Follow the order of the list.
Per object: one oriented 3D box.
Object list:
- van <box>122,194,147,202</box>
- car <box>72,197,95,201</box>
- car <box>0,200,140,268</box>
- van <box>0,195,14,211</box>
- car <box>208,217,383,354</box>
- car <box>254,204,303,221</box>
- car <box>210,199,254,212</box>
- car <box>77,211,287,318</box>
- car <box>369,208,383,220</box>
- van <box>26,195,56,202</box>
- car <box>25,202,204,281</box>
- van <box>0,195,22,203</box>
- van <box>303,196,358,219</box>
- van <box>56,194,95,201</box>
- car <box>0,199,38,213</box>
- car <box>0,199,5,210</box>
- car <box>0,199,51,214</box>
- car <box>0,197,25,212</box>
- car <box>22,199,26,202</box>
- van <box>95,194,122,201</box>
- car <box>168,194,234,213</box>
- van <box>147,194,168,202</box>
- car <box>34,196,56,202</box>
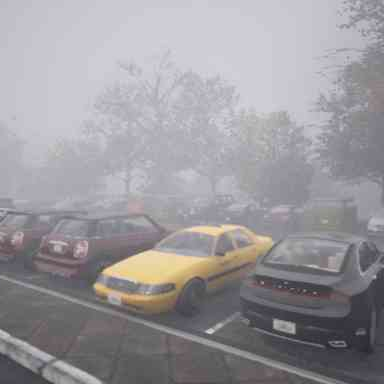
[{"bbox_3d":[-3.124,1.184,26.679,1.878,1.987,4.442,0,0,36],"label":"van"},{"bbox_3d":[-7.679,1.409,29.803,2.097,1.535,5.008,-1,0,36],"label":"car"},{"bbox_3d":[-4.171,1.328,11.159,2.185,1.767,4.553,0,0,36],"label":"car"},{"bbox_3d":[-25.634,1.426,42.795,1.878,1.987,4.442,-1,0,36],"label":"van"},{"bbox_3d":[2.615,1.497,6.332,2.231,1.521,4.892,0,0,36],"label":"car"},{"bbox_3d":[5.816,1.506,20.132,2.002,1.452,4.674,0,0,36],"label":"car"},{"bbox_3d":[3.561,1.452,21.743,2.097,1.535,5.008,0,0,36],"label":"car"},{"bbox_3d":[0.254,1.478,7.802,1.946,1.575,5.366,0,0,36],"label":"car"},{"bbox_3d":[10.221,1.534,16.984,2.002,1.452,4.674,0,0,36],"label":"car"},{"bbox_3d":[-14.372,1.274,34.732,1.878,1.987,4.442,-1,0,36],"label":"van"},{"bbox_3d":[-1.913,1.342,9.543,2.185,1.767,4.553,0,0,36],"label":"car"},{"bbox_3d":[-10.992,1.185,15.938,1.878,1.987,4.442,0,0,36],"label":"van"},{"bbox_3d":[8.036,1.254,18.689,1.878,1.987,4.442,0,0,36],"label":"van"},{"bbox_3d":[-10.005,1.213,31.318,1.878,1.987,4.442,-1,0,36],"label":"van"},{"bbox_3d":[-21.300,1.593,39.542,2.097,1.535,5.008,-1,0,36],"label":"car"},{"bbox_3d":[-27.956,1.684,44.306,2.231,1.521,4.892,-1,0,36],"label":"car"},{"bbox_3d":[-18.946,1.561,37.857,2.097,1.535,5.008,-1,0,36],"label":"car"},{"bbox_3d":[-23.468,1.496,41.062,2.185,1.767,4.553,-1,0,36],"label":"car"},{"bbox_3d":[-16.694,1.532,36.243,2.231,1.521,4.892,-1,0,36],"label":"car"},{"bbox_3d":[-5.621,1.169,28.179,1.878,1.987,4.442,0,0,36],"label":"van"},{"bbox_3d":[1.195,1.186,23.408,2.435,2.045,5.566,0,0,36],"label":"car"},{"bbox_3d":[-0.974,1.198,25.139,1.878,1.987,4.442,0,0,36],"label":"van"},{"bbox_3d":[-12.292,1.467,32.873,1.946,1.575,5.366,-1,0,36],"label":"car"}]
